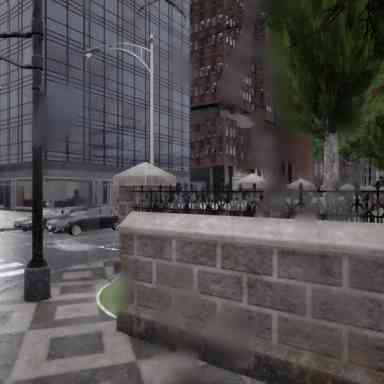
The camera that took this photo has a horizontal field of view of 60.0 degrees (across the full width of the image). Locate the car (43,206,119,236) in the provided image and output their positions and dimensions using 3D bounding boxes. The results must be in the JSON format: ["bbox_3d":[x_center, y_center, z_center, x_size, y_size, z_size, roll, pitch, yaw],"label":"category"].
[{"bbox_3d":[-5.920,1.588,19.123,1.837,1.490,4.892,0,0,36],"label":"car"}]

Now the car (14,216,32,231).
[{"bbox_3d":[-8.425,1.631,20.205,2.008,1.369,4.403,0,-1,36],"label":"car"}]
